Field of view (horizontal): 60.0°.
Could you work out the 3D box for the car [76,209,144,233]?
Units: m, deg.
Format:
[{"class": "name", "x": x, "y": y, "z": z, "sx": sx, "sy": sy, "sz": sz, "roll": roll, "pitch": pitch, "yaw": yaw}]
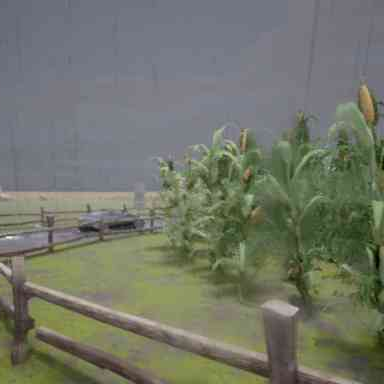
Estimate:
[{"class": "car", "x": -4.882, "y": 1.705, "z": 20.221, "sx": 1.994, "sy": 1.385, "sz": 4.181, "roll": 0, "pitch": 0, "yaw": 35}]
